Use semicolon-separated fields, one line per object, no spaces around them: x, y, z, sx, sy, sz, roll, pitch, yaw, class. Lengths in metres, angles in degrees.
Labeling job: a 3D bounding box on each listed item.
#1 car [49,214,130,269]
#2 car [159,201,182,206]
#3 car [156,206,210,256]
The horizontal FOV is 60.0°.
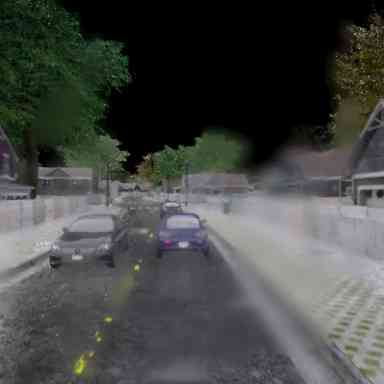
-3.225;1.501;11.288;1.812;1.442;4.674;0;0;-3;car
-1.800;1.465;28.314;1.812;1.442;4.674;0;0;-7;car
-0.381;1.496;12.837;1.812;1.442;4.674;0;0;-3;car
